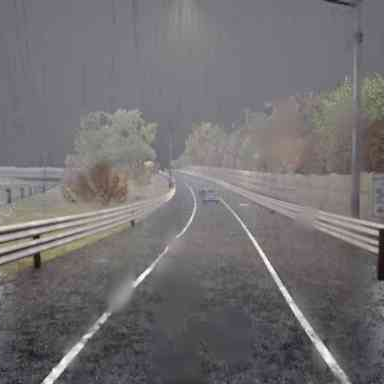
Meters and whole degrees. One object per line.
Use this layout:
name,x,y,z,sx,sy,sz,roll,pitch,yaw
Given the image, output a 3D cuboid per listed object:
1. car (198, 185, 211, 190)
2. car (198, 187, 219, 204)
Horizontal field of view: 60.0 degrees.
car,2.035,-0.382,51.320,2.097,1.767,4.553,0,5,-2
car,2.168,0.591,40.337,2.033,1.411,5.357,0,3,0
